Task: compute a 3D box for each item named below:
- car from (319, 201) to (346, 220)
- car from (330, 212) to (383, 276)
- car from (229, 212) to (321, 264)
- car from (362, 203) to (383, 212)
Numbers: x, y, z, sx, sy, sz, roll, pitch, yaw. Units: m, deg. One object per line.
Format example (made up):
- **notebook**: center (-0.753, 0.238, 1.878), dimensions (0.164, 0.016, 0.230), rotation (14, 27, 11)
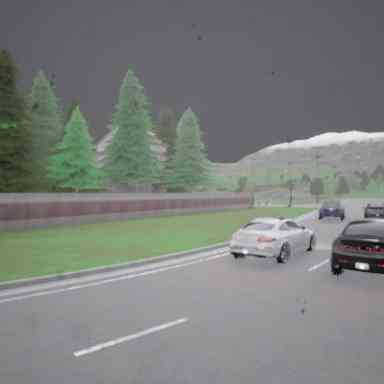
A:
- **car**: center (13.165, 1.595, 31.029), dimensions (2.097, 1.767, 4.553), rotation (-1, -1, 27)
- **car**: center (5.610, 1.572, 10.027), dimensions (1.837, 1.490, 4.892), rotation (0, 0, 37)
- **car**: center (3.075, 1.648, 12.348), dimensions (1.812, 1.442, 4.674), rotation (-1, -1, 37)
- **car**: center (16.020, 1.678, 28.906), dimensions (2.128, 1.511, 4.902), rotation (-1, -1, 27)
